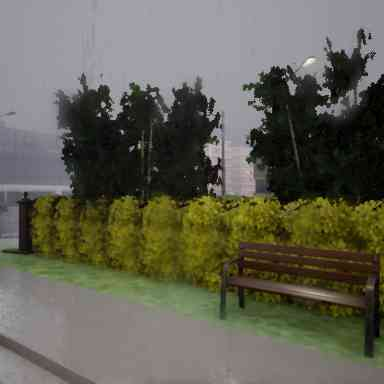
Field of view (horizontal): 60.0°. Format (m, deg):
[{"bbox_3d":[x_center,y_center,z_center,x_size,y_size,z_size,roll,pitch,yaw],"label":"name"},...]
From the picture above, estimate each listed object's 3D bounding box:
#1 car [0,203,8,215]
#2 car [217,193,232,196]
[{"bbox_3d":[-19.596,1.503,30.745,1.812,1.442,4.674,0,0,35],"label":"car"},{"bbox_3d":[6.139,0.817,67.248,1.895,1.301,4.718,0,1,36],"label":"car"}]
